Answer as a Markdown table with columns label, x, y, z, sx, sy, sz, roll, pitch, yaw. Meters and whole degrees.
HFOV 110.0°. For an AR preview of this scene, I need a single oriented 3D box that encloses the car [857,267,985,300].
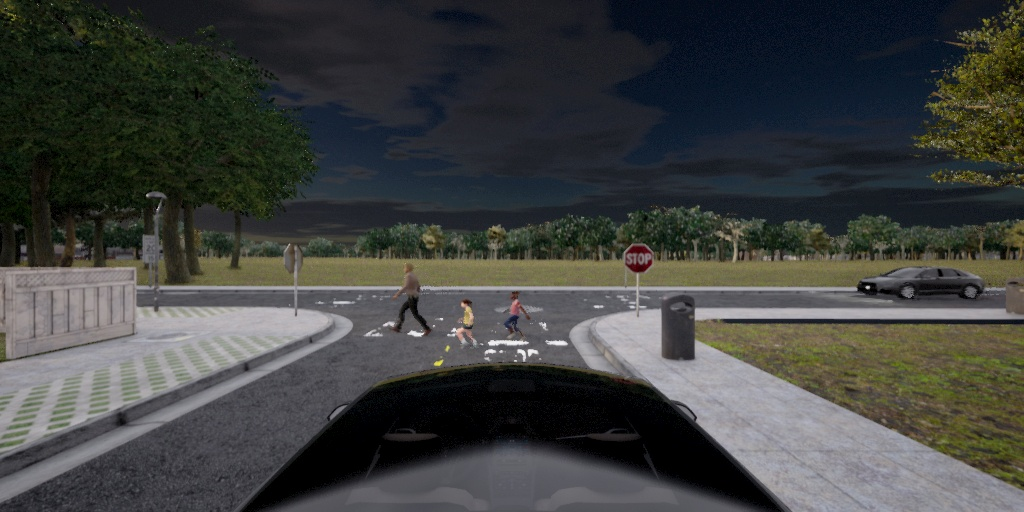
| label | x | y | z | sx | sy | sz | roll | pitch | yaw |
| --- | --- | --- | --- | --- | --- | --- | --- | --- | --- |
| car | 19.648 | 1.273 | 17.349 | 4.892 | 1.490 | 1.837 | 0 | 0 | 0 |

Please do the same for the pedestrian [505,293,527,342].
| label | x | y | z | sx | sy | sz | roll | pitch | yaw |
| --- | --- | --- | --- | --- | --- | --- | --- | --- | --- |
| pedestrian | 0.098 | 1.039 | 8.264 | 0.375 | 1.860 | 0.375 | 0 | 0 | 0 |

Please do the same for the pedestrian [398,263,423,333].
| label | x | y | z | sx | sy | sz | roll | pitch | yaw |
| --- | --- | --- | --- | --- | --- | --- | --- | --- | --- |
| pedestrian | -2.512 | 1.039 | 8.867 | 0.375 | 1.860 | 0.375 | 0 | 0 | 0 |

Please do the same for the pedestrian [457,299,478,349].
| label | x | y | z | sx | sy | sz | roll | pitch | yaw |
| --- | --- | --- | --- | --- | --- | --- | --- | --- | --- |
| pedestrian | -0.915 | 1.420 | 7.665 | 0.500 | 1.100 | 0.500 | 0 | 0 | 0 |
